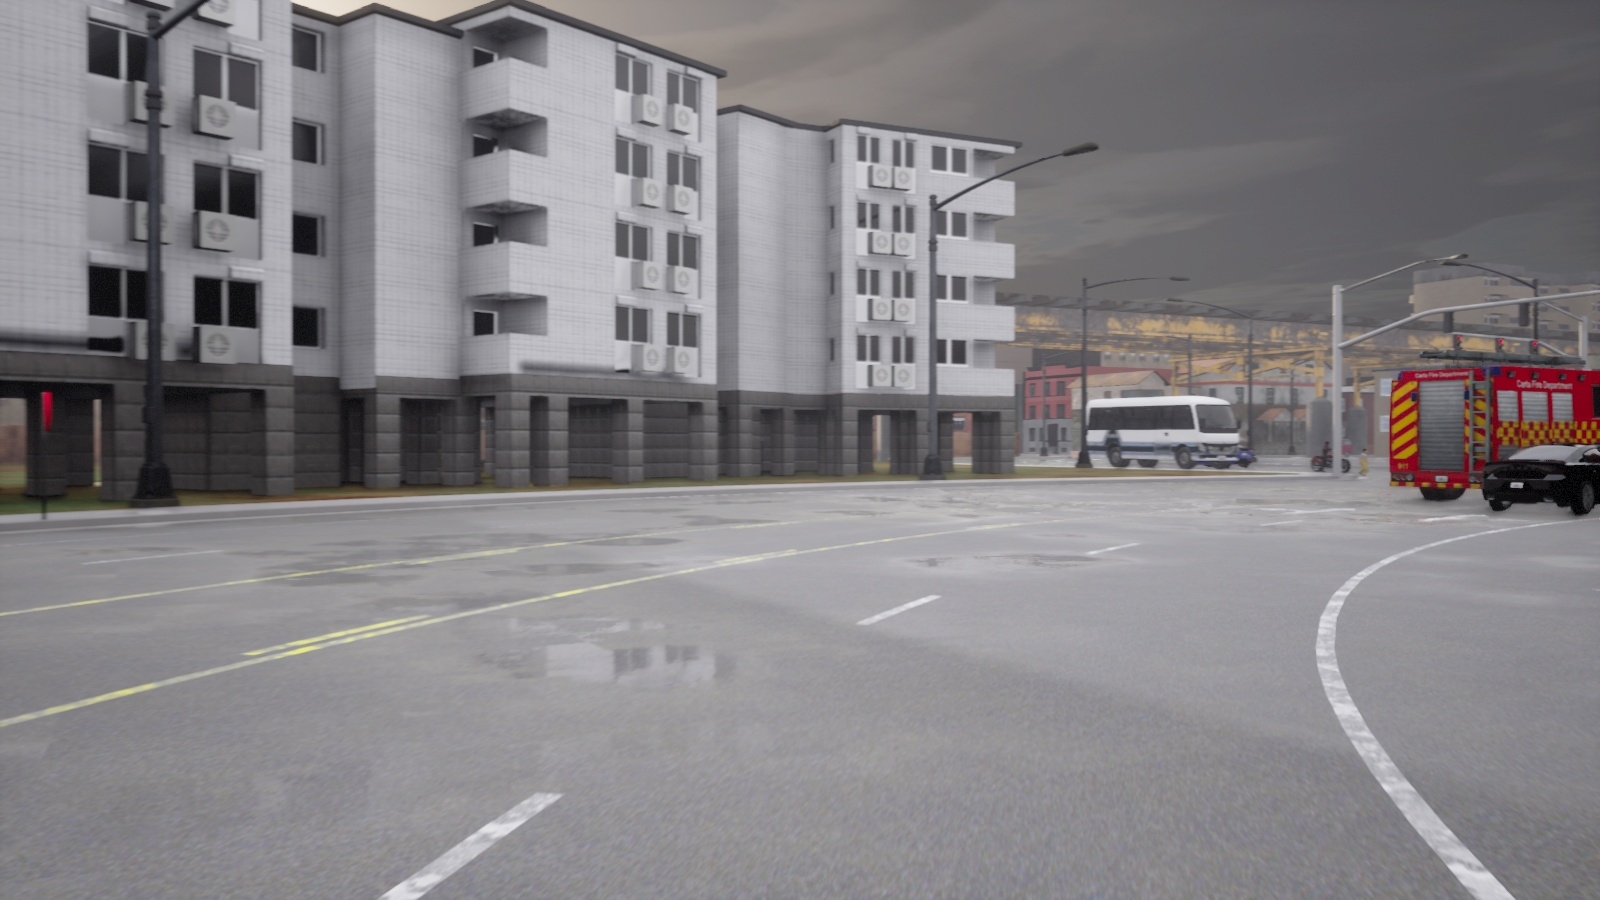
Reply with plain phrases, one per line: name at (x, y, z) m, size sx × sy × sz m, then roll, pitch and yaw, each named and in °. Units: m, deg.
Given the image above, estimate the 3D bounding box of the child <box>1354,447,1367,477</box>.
child at (24.150, 0.506, 54.131) m, size 0.270 × 1.263 × 0.437 m, roll 0°, pitch 0°, yaw -29°

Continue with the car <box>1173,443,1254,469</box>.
car at (24.896, 0.317, 75.801) m, size 2.007 × 1.525 × 4.514 m, roll 0°, pitch 0°, yaw -28°

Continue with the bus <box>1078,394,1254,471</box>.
bus at (21.504, -1.007, 74.638) m, size 3.944 × 4.253 × 10.273 m, roll 0°, pitch 0°, yaw -28°

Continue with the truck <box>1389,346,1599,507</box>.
truck at (19.595, -0.565, 33.279) m, size 8.468 × 3.827 × 2.891 m, roll 0°, pitch 0°, yaw -30°

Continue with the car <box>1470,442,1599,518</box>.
car at (16.998, 0.603, 27.695) m, size 5.008 × 1.535 × 1.882 m, roll 0°, pitch 0°, yaw -35°

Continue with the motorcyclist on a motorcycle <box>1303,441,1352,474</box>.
motorcyclist on a motorcycle at (27.030, 0.390, 64.365) m, size 0.766 × 1.649 × 2.350 m, roll 0°, pitch 1°, yaw -28°
